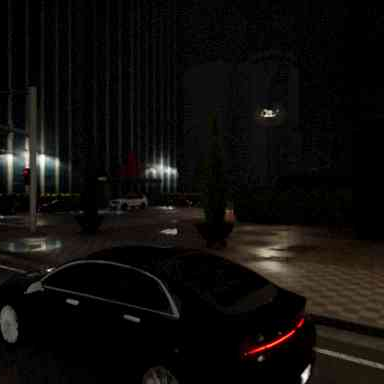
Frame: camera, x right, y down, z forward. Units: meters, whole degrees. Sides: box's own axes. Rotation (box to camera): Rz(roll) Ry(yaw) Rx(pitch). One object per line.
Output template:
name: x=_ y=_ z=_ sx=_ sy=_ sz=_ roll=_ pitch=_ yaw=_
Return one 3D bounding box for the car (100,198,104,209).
car: x=-12.203 y=1.565 z=43.594 sx=1.837 sy=1.490 sz=4.892 roll=0 pitch=0 yaw=35

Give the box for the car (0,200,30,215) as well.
car: x=-17.833 y=1.607 z=35.537 sx=2.033 sy=1.411 sz=5.357 roll=0 pitch=0 yaw=35

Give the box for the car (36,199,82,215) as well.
car: x=-13.883 y=1.545 z=35.084 sx=2.128 sy=1.511 sz=4.902 roll=0 pitch=0 yaw=35

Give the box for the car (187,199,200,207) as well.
car: x=1.724 y=1.650 z=50.963 sx=1.895 sy=1.301 sz=4.718 roll=0 pitch=0 yaw=35

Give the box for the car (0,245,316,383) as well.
car: x=-0.879 y=1.511 z=4.620 sx=4.892 sy=1.490 sz=1.837 roll=0 pitch=0 yaw=36

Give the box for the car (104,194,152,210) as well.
car: x=-8.185 y=1.276 z=43.235 sx=2.150 sy=2.045 sz=5.566 roll=0 pitch=0 yaw=35

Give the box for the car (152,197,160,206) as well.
car: x=-6.222 y=1.552 z=52.136 sx=2.128 sy=1.511 sz=4.902 roll=0 pitch=0 yaw=35

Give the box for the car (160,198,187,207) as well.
car: x=-2.401 y=1.619 z=51.485 sx=1.994 sy=1.385 sz=4.181 roll=0 pitch=0 yaw=35
